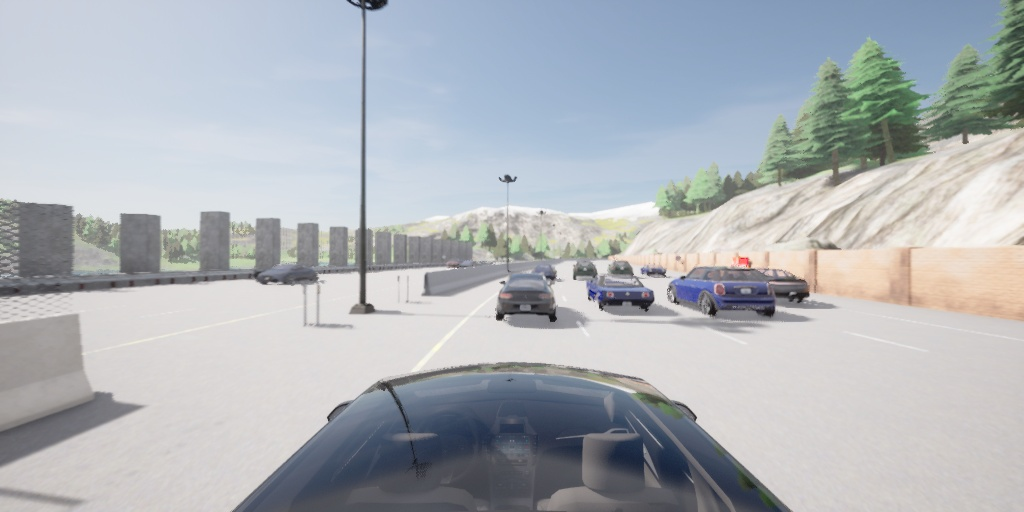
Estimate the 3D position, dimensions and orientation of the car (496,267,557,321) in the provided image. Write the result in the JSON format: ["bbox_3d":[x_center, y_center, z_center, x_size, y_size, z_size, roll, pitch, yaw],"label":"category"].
[{"bbox_3d":[0.530,1.295,12.461,1.812,1.442,4.674,0,0,4],"label":"car"}]

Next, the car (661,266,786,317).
[{"bbox_3d":[7.637,1.147,13.602,2.097,1.767,4.553,0,0,4],"label":"car"}]

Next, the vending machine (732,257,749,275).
[{"bbox_3d":[17.783,1.048,27.938,1.100,2.100,0.880,0,0,10],"label":"vending machine"}]

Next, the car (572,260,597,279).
[{"bbox_3d":[6.647,1.175,32.944,2.097,1.767,4.553,0,0,10],"label":"car"}]

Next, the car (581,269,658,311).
[{"bbox_3d":[4.188,1.386,14.697,1.895,1.301,4.718,0,0,4],"label":"car"}]

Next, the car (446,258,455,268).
[{"bbox_3d":[-9.442,1.170,60.488,2.097,1.767,4.553,0,0,13],"label":"car"}]

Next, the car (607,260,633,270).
[{"bbox_3d":[10.685,1.193,35.642,2.097,1.767,4.553,0,0,10],"label":"car"}]

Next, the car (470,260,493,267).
[{"bbox_3d":[-4.104,1.421,52.159,1.895,1.301,4.718,0,0,12],"label":"car"}]

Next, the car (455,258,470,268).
[{"bbox_3d":[-6.722,1.366,56.629,2.033,1.411,5.357,0,0,13],"label":"car"}]

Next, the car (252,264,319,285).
[{"bbox_3d":[-15.929,1.301,25.670,1.994,1.385,4.181,0,0,8],"label":"car"}]

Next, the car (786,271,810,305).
[{"bbox_3d":[11.421,1.304,16.724,2.128,1.511,4.902,0,0,5],"label":"car"}]

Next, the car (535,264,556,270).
[{"bbox_3d":[2.908,1.374,31.782,1.994,1.385,4.181,0,0,10],"label":"car"}]

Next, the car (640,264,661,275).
[{"bbox_3d":[14.506,1.457,37.121,1.895,1.301,4.718,0,0,11],"label":"car"}]
